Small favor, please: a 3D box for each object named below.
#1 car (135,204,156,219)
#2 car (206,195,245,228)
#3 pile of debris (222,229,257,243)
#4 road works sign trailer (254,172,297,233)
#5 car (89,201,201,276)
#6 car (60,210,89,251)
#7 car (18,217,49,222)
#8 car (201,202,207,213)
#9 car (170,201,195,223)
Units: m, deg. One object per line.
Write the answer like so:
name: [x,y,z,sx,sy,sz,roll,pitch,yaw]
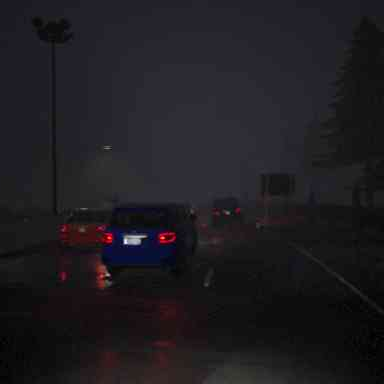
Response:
car: [-4.866,2.049,35.192,1.994,1.385,4.181,-1,-1,-7]
car: [2.478,1.347,24.683,2.150,2.045,5.566,-9,2,2]
pile of debris: [3.141,2.916,22.007,1.860,0.140,1.500,13,8,-23]
road works sign trailer: [5.394,0.622,20.186,2.380,3.560,2.880,0,-1,-18]
car: [-1.137,1.370,11.085,2.150,2.045,5.566,-1,-1,7]
car: [-4.293,1.599,15.640,2.097,1.767,4.553,-1,-1,5]
car: [-15.195,2.147,32.330,2.033,1.411,5.357,-1,-1,-6]
car: [1.310,1.941,40.886,1.882,1.535,5.008,-1,0,-9]
car: [-0.912,1.726,30.594,2.097,1.767,4.553,-1,-1,-4]
